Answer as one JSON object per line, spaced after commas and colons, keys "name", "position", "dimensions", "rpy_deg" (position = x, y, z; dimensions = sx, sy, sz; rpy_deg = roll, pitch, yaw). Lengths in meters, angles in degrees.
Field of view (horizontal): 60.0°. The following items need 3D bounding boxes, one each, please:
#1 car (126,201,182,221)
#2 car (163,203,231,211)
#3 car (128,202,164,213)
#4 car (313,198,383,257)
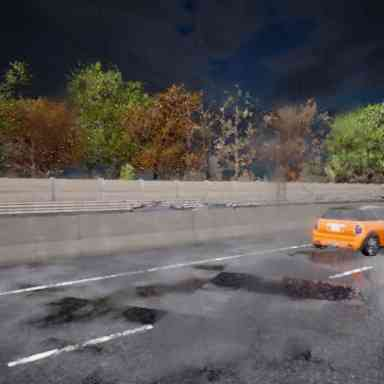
{"name": "car", "position": [-3.135, 1.499, 27.556], "dimensions": [4.181, 1.385, 1.994], "rpy_deg": [0, 0, -36]}
{"name": "car", "position": [1.099, 1.483, 21.982], "dimensions": [5.357, 1.411, 2.033], "rpy_deg": [0, 0, -36]}
{"name": "car", "position": [-1.933, 1.541, 24.117], "dimensions": [4.718, 1.301, 1.895], "rpy_deg": [0, 0, -36]}
{"name": "car", "position": [6.749, 1.292, 12.869], "dimensions": [4.553, 1.767, 2.097], "rpy_deg": [0, 0, -36]}
